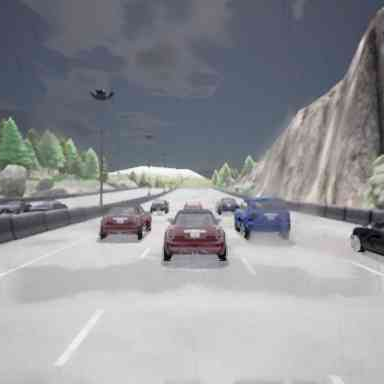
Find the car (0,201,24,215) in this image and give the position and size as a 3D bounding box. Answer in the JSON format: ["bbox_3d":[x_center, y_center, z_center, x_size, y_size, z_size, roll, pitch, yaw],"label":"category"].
[{"bbox_3d":[-17.595,1.568,33.389,1.994,1.385,4.181,0,0,0],"label":"car"}]

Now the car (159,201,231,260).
[{"bbox_3d":[0.100,1.403,12.784,2.097,1.767,4.553,0,0,0],"label":"car"}]

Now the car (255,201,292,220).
[{"bbox_3d":[7.098,1.574,29.534,2.033,1.411,5.357,0,0,0],"label":"car"}]

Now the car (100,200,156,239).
[{"bbox_3d":[-3.401,1.405,17.891,2.097,1.767,4.553,0,0,0],"label":"car"}]

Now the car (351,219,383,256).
[{"bbox_3d":[7.100,1.524,10.890,1.882,1.535,5.008,0,0,0],"label":"car"}]

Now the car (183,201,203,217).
[{"bbox_3d":[0.097,1.607,33.138,1.895,1.301,4.718,0,0,0],"label":"car"}]

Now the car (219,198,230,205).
[{"bbox_3d":[3.597,1.350,34.535,2.097,1.767,4.553,0,0,0],"label":"car"}]

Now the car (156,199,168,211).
[{"bbox_3d":[-3.403,1.516,35.828,1.812,1.442,4.674,0,0,0],"label":"car"}]

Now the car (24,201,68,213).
[{"bbox_3d":[-14.099,1.554,33.002,2.033,1.411,5.357,0,0,0],"label":"car"}]

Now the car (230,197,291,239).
[{"bbox_3d":[3.599,1.275,17.799,2.150,2.045,5.566,0,0,0],"label":"car"}]
